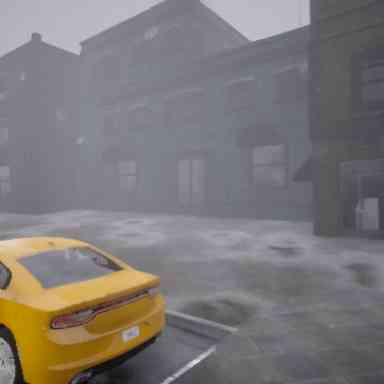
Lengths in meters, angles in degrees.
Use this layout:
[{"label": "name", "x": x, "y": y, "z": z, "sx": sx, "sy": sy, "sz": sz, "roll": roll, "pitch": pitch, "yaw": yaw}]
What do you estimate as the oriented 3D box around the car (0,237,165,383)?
[{"label": "car", "x": -2.700, "y": 1.473, "z": 5.297, "sx": 5.008, "sy": 1.535, "sz": 2.097, "roll": 0, "pitch": 0, "yaw": 36}]
